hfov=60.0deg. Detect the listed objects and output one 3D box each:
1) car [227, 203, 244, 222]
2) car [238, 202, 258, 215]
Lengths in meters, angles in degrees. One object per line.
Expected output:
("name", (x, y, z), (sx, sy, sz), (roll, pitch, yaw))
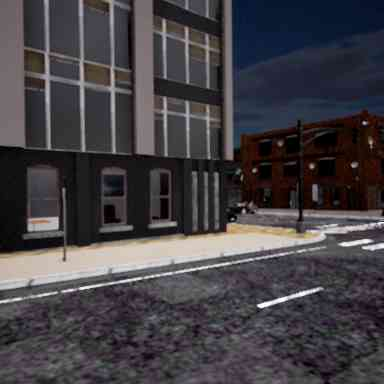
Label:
("car", (1.981, 1.879, 28.749), (1.947, 1.339, 4.313), (-2, 0, -37))
("car", (5.614, 1.839, 38.339), (2.008, 1.369, 4.403), (-2, 0, -37))
